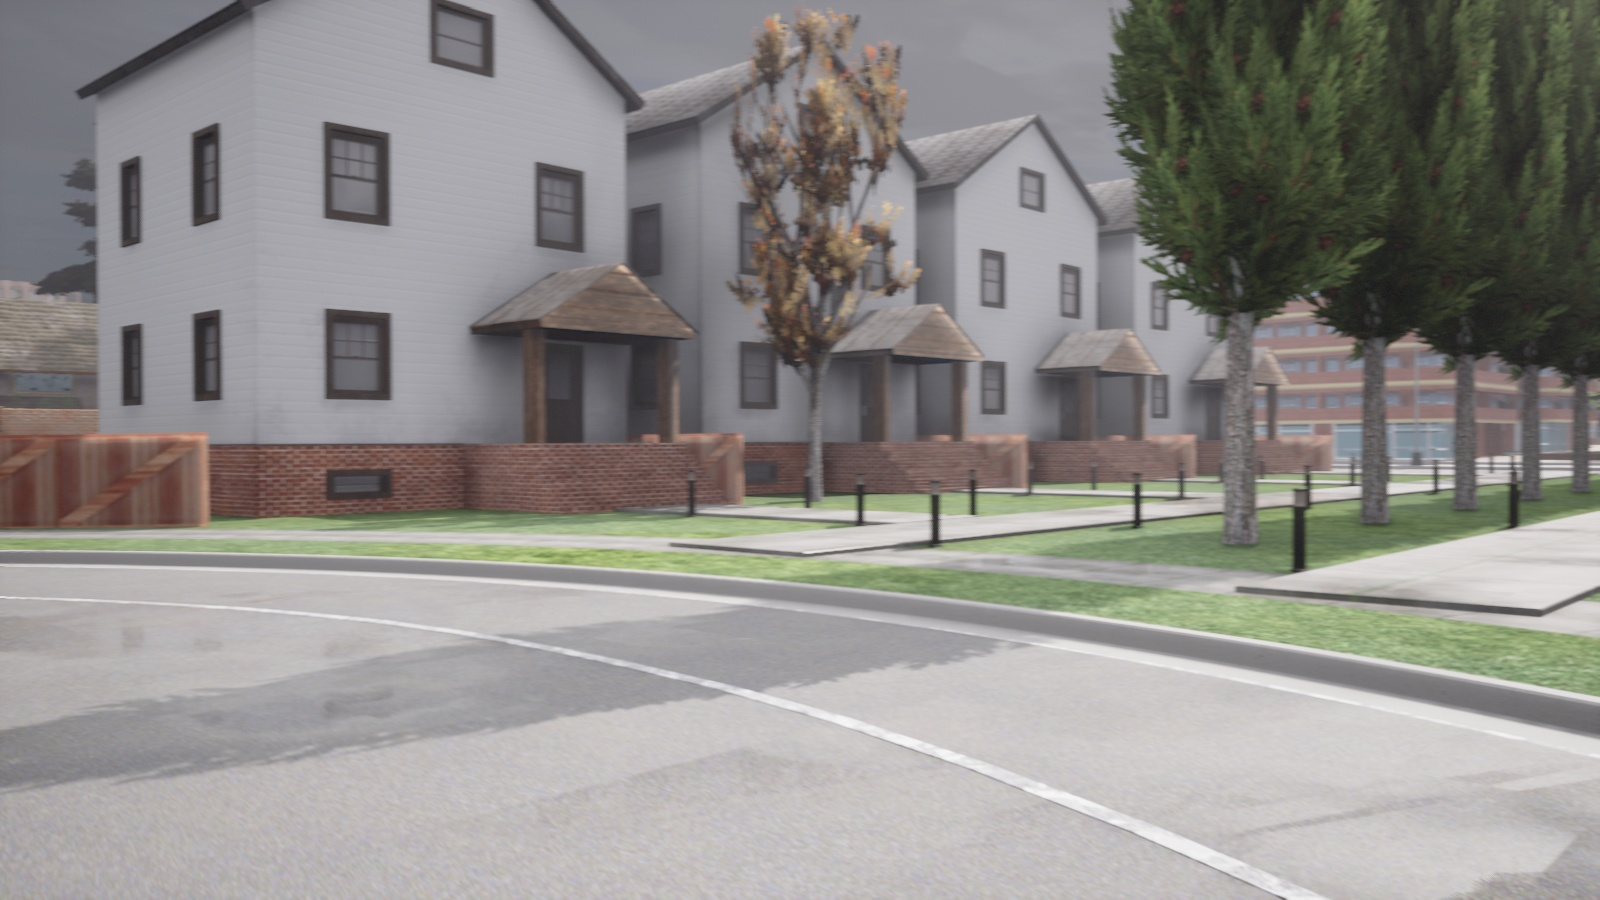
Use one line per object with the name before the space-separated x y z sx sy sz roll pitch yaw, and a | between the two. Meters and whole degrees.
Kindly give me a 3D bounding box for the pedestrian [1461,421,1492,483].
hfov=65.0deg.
pedestrian | 21.532 0.049 39.950 0.659 1.952 0.873 0 0 44
